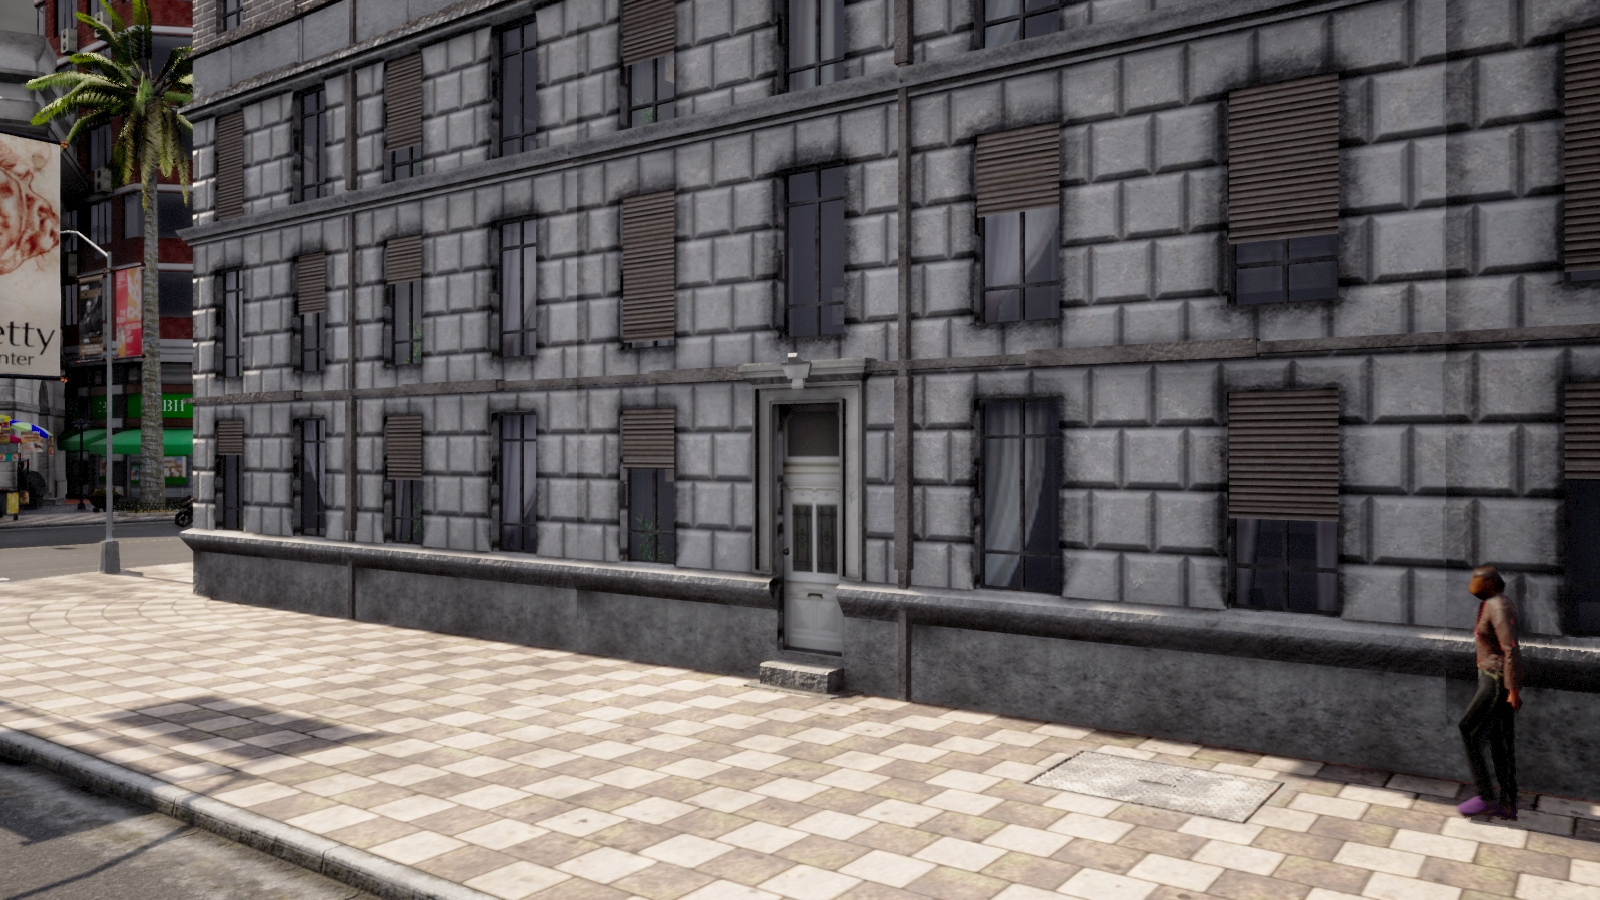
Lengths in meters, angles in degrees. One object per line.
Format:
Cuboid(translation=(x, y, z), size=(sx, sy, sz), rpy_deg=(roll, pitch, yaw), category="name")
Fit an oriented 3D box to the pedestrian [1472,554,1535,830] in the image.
Cuboid(translation=(5.020, 1.696, 8.151), size=(0.375, 1.860, 0.375), rpy_deg=(0, 0, 34), category="pedestrian")
